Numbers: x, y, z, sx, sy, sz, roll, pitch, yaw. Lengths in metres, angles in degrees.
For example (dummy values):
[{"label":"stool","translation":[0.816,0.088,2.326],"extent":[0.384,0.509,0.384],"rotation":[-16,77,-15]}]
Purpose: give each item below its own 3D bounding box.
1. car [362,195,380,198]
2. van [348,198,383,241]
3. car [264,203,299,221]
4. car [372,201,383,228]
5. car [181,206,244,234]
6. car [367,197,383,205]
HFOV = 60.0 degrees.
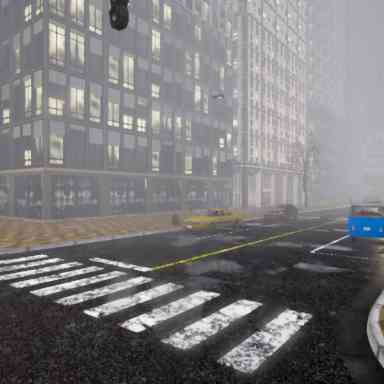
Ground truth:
[{"label":"car","translation":[31.179,1.376,58.207],"extent":[2.192,1.841,5.009],"rotation":[0,0,38]},{"label":"van","translation":[8.719,1.366,15.900],"extent":[1.690,1.788,3.998],"rotation":[0,0,38]},{"label":"car","translation":[7.433,1.598,27.336],"extent":[1.802,1.307,4.206],"rotation":[0,0,38]},{"label":"car","translation":[13.679,1.470,22.531],"extent":[1.967,1.590,4.097],"rotation":[0,0,38]},{"label":"car","translation":[1.328,1.534,19.611],"extent":[1.752,1.417,4.829],"rotation":[0,0,38]},{"label":"car","translation":[34.571,1.620,62.617],"extent":[2.008,1.369,4.403],"rotation":[0,0,38]}]
